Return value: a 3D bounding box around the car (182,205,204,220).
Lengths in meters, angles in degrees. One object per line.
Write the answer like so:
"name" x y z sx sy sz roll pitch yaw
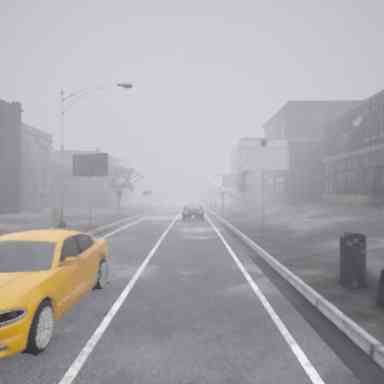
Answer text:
"car" 0.099 1.837 30.681 1.895 1.301 4.718 0 -1 0

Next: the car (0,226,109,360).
"car" -3.000 1.497 6.325 1.882 1.535 5.008 0 0 0
